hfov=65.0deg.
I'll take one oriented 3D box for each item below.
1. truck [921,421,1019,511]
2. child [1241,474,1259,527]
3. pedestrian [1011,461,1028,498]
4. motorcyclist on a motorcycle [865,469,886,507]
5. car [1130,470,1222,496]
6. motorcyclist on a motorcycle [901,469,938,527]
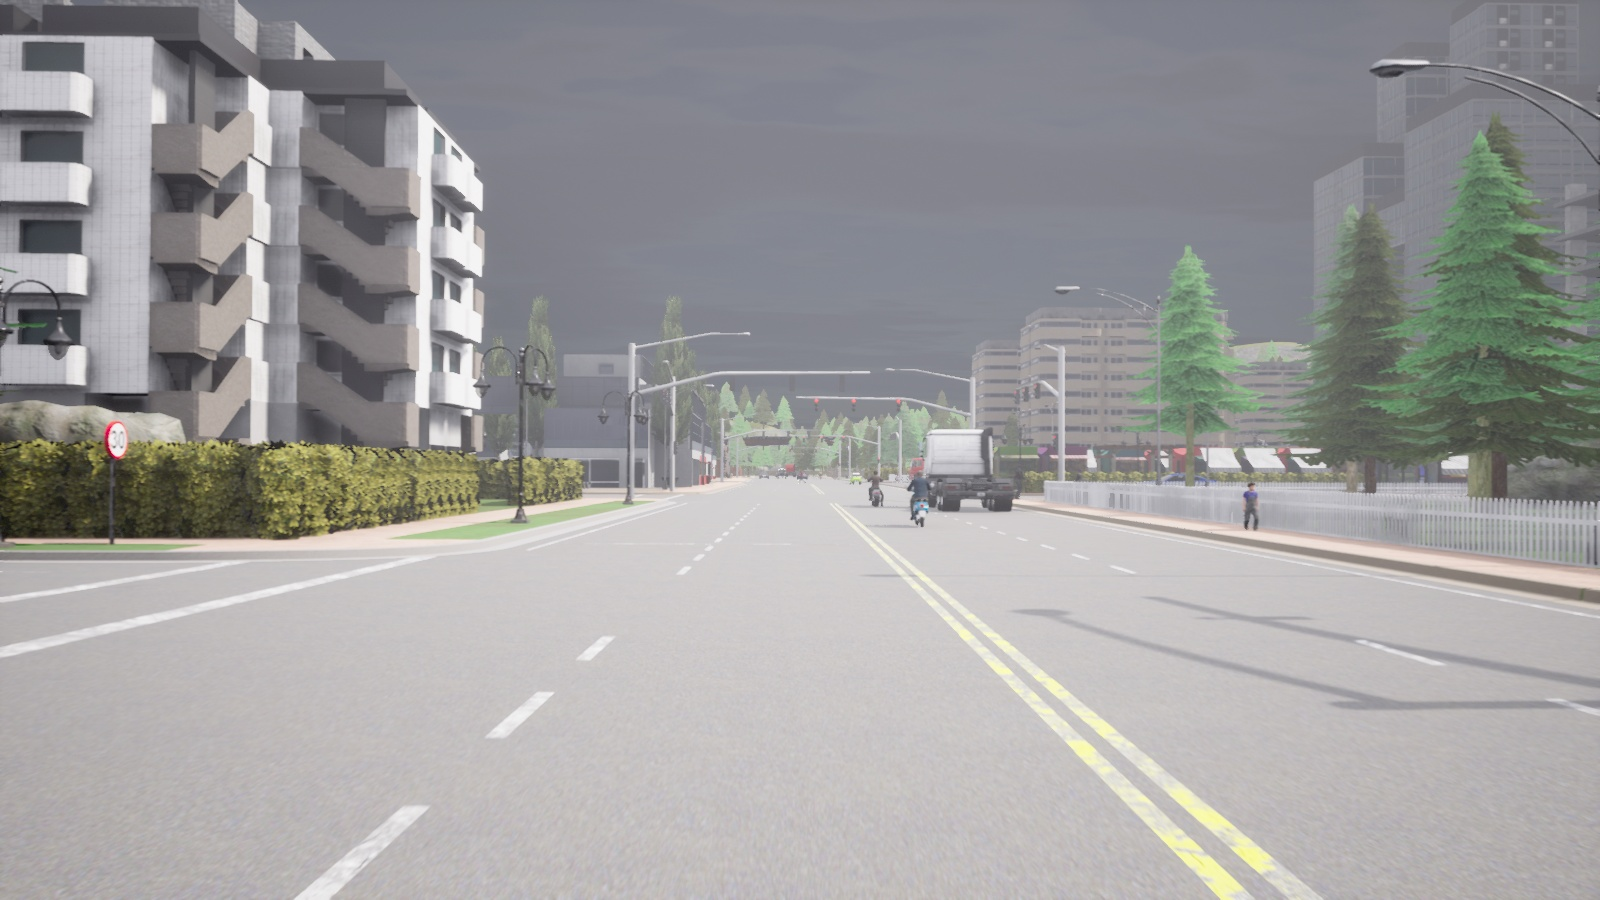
[{"bbox_3d":[6.879,0.675,51.959,2.891,3.462,7.936,0,-1,0],"label":"truck"},{"bbox_3d":[10.955,1.221,30.576,0.270,1.263,0.437,0,-1,1],"label":"child"},{"bbox_3d":[11.112,1.493,63.605,0.720,1.854,0.376,0,-1,-13],"label":"pedestrian"},{"bbox_3d":[3.363,1.691,56.094,0.766,1.649,2.350,0,-1,0],"label":"motorcyclist on a motorcycle"},{"bbox_3d":[22.645,1.970,75.755,5.008,1.535,1.882,0,-1,-2],"label":"car"},{"bbox_3d":[3.412,1.356,35.920,0.866,1.590,1.817,0,-1,0],"label":"motorcyclist on a motorcycle"}]
